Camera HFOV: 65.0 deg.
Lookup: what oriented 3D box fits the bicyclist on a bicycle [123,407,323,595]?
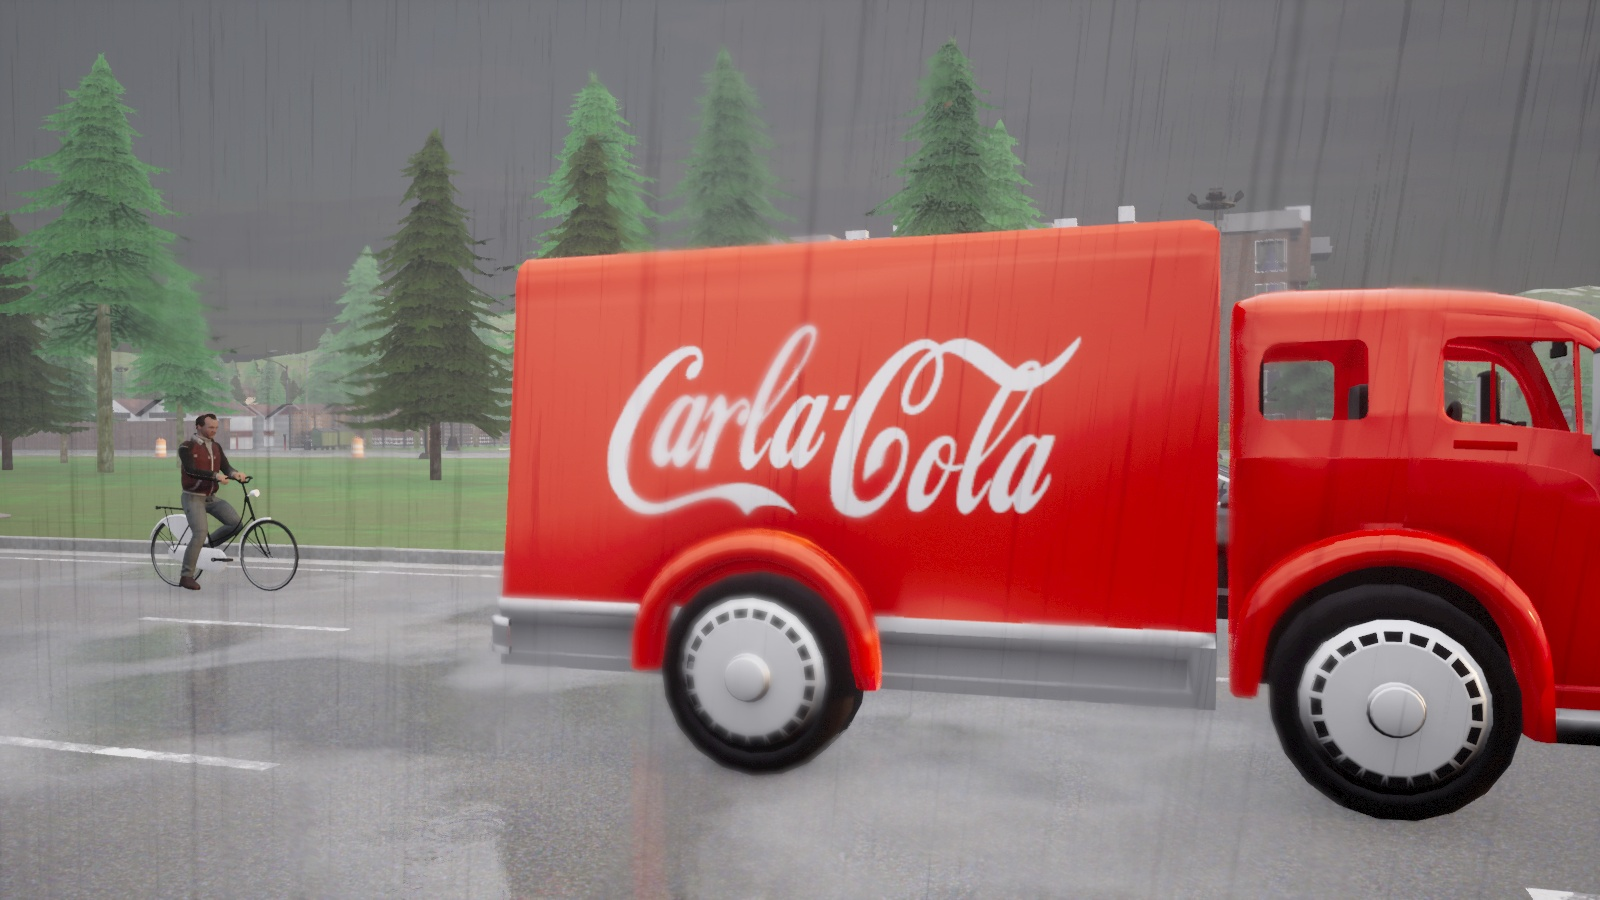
[{"bbox_3d":[-5.743,0.475,12.509,1.843,1.776,0.659,0,1,19],"label":"bicyclist on a bicycle"}]

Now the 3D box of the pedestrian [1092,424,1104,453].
[{"bbox_3d":[19.143,-0.763,80.565,0.706,1.836,0.354,1,1,19],"label":"pedestrian"}]

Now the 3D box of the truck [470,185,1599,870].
[{"bbox_3d":[1.307,0.238,6.438,5.204,2.467,2.627,1,1,19],"label":"truck"}]

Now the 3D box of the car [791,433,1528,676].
[{"bbox_3d":[2.596,0.637,9.704,4.902,1.511,2.128,1,1,19],"label":"car"}]
